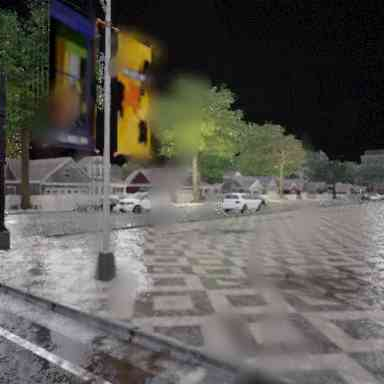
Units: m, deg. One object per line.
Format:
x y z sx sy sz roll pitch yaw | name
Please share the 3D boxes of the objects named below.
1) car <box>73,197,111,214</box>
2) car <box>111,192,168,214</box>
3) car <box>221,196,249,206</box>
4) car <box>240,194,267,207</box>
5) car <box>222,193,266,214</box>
-9.170 1.266 32.439 1.837 1.490 4.892 1 1 38 | car
-4.776 1.039 32.768 2.150 2.045 5.566 1 1 38 | car
6.881 1.400 52.791 2.033 1.411 5.357 1 0 38 | car
9.480 1.251 50.833 2.097 1.767 4.553 1 1 38 | car
5.380 1.168 35.031 2.150 2.045 5.566 1 0 38 | car
